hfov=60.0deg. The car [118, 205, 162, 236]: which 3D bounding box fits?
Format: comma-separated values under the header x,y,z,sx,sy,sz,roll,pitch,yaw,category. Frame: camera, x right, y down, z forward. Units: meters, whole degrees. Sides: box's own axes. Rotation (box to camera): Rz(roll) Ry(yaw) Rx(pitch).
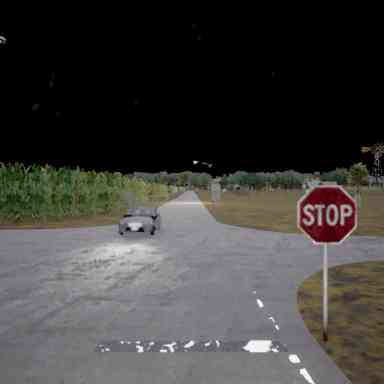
x,y,z,sx,sy,sz,roll,pitch,yaw,category
-2.742,1.499,18.395,2.128,1.511,4.902,1,0,0,car
